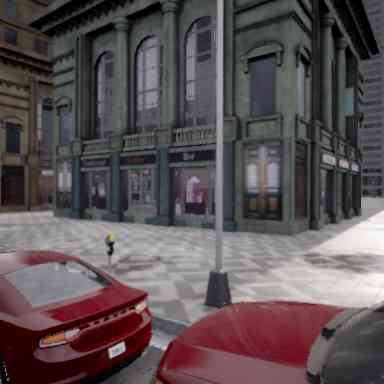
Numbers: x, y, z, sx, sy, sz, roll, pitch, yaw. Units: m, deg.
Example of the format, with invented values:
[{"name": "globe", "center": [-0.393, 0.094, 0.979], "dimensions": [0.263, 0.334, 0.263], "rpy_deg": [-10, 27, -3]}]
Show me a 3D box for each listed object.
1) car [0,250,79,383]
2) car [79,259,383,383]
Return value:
[{"name": "car", "center": [-2.611, 1.532, 4.823], "dimensions": [4.507, 1.381, 1.887], "rpy_deg": [0, 0, 36]}, {"name": "car", "center": [1.978, 1.317, 1.549], "dimensions": [5.009, 1.841, 2.192], "rpy_deg": [0, 0, 36]}]
